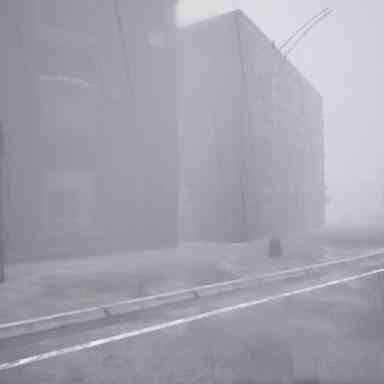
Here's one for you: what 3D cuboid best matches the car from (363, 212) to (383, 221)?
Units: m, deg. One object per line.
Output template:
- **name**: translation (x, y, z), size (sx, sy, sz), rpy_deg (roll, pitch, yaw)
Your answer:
- **car**: translation (28.829, 3.851, 52.242), size (1.895, 1.301, 4.718), rpy_deg (-1, -4, 3)
